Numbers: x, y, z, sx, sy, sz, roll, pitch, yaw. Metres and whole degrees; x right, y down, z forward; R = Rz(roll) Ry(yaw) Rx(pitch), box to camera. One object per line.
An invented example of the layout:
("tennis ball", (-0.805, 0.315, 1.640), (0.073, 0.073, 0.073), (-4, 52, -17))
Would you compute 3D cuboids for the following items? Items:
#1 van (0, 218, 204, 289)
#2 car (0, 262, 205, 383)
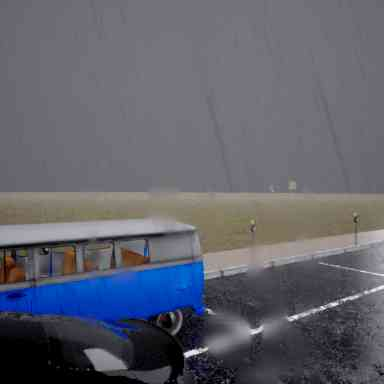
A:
("van", (-1.696, 1.341, 4.875), (3.998, 1.788, 1.690), (0, 1, -36))
("car", (-2.043, 1.525, 1.611), (4.674, 1.442, 1.812), (0, 0, -36))
